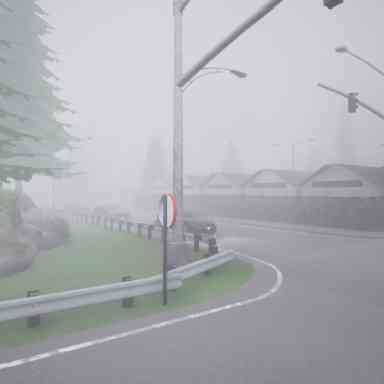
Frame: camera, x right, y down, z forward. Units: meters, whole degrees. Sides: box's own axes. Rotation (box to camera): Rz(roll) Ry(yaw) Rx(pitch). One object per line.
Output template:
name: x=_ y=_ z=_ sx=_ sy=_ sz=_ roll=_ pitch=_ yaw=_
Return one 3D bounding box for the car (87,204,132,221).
car: x=-7.108 y=1.739 z=29.019 sx=2.033 sy=1.411 sz=5.357 roll=0 pitch=0 yaw=-34

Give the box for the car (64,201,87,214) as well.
car: x=-13.122 y=1.738 z=37.707 sx=2.033 sy=1.411 sz=5.357 roll=0 pitch=0 yaw=-33

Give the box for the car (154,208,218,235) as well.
car: x=-0.487 y=1.698 z=19.507 sx=1.837 sy=1.490 sz=4.892 roll=0 pitch=-1 yaw=-35
